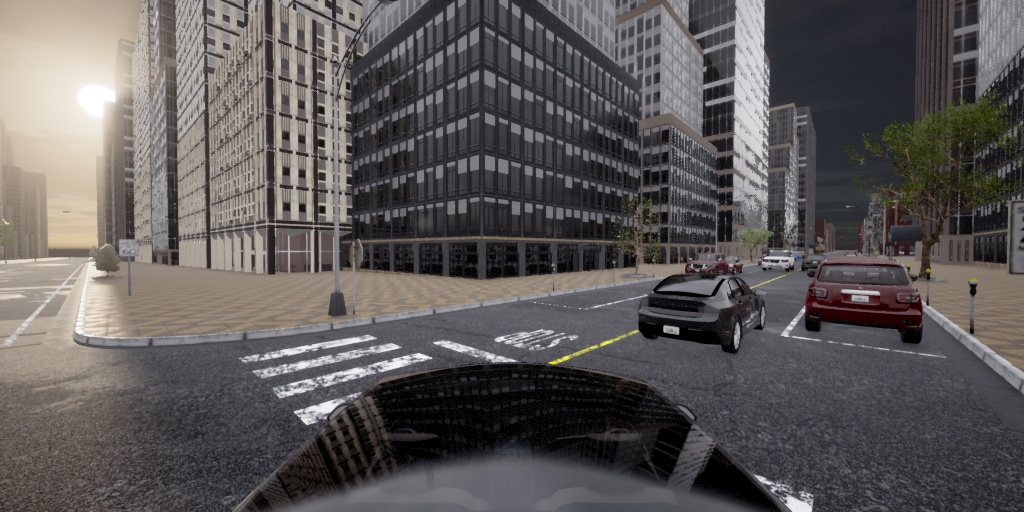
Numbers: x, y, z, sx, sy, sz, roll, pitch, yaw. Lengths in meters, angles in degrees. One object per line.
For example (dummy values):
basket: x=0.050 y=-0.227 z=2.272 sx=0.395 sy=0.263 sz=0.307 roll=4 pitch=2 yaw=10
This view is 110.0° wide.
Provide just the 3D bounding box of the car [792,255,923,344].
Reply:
car: x=9.139 y=0.971 z=9.478 sx=2.192 sy=1.841 sz=5.009 roll=0 pitch=0 yaw=43

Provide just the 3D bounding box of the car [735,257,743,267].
car: x=18.597 y=0.731 z=31.123 sx=1.967 sy=1.591 sz=4.097 roll=0 pitch=0 yaw=43

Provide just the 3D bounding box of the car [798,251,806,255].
car: x=30.237 y=0.590 z=35.576 sx=2.097 sy=1.767 sz=4.553 roll=1 pitch=1 yaw=44

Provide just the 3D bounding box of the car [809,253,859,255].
car: x=12.886 y=0.906 z=13.583 sx=2.192 sy=1.841 sz=5.009 roll=0 pitch=0 yaw=43

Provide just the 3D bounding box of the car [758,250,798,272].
car: x=26.914 y=0.442 z=36.169 sx=2.150 sy=2.045 sz=5.566 roll=1 pitch=1 yaw=43

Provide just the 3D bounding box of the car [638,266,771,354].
car: x=4.759 y=1.164 z=8.725 sx=1.837 sy=1.490 sz=4.892 roll=1 pitch=1 yaw=43

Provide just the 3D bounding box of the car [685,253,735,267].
car: x=14.780 y=0.669 z=27.083 sx=2.192 sy=1.841 sz=5.009 roll=0 pitch=0 yaw=43
